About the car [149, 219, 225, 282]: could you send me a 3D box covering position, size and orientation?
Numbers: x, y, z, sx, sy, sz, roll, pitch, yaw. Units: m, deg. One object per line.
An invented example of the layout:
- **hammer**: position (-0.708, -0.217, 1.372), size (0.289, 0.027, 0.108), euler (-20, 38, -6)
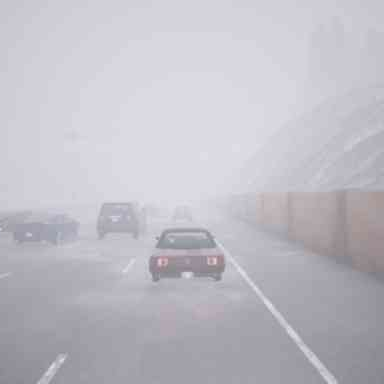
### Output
- **car**: position (-0.189, 1.752, 10.290), size (1.895, 1.301, 4.718), euler (-1, -1, -2)

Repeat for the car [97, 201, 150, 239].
- **car**: position (-4.018, 1.552, 19.614), size (2.150, 2.045, 5.566), euler (-1, -1, -2)

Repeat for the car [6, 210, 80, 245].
- **car**: position (-7.446, 1.819, 17.541), size (1.882, 1.535, 5.008), euler (-1, -1, -2)

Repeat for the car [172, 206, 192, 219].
- **car**: position (-0.933, 2.014, 31.745), size (2.033, 1.411, 5.357), euler (-1, -1, -2)

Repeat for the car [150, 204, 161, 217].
- **car**: position (-4.668, 2.084, 38.446), size (1.882, 1.535, 5.008), euler (-1, -1, -2)

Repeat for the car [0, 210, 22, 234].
- **car**: position (-11.086, 1.948, 21.555), size (1.837, 1.490, 4.892), euler (-1, -1, -2)
